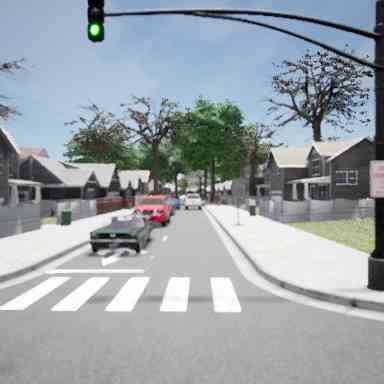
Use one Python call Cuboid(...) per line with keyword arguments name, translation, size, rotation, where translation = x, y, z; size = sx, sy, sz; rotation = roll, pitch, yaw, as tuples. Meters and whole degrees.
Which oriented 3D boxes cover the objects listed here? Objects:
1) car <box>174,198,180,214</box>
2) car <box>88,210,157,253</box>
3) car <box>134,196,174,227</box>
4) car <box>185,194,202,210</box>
Cuboid(name="car", translation=(-2.701, 1.584, 34.212), size=(2.128, 1.511, 4.902), rotation=(0, 0, 0))
Cuboid(name="car", translation=(-2.809, 1.638, 14.076), size=(1.895, 1.301, 4.718), rotation=(0, 0, 0))
Cuboid(name="car", translation=(-2.753, 1.285, 23.978), size=(2.150, 2.045, 5.566), rotation=(0, 0, 1))
Cuboid(name="car", translation=(0.197, 1.347, 45.253), size=(2.150, 2.045, 5.566), rotation=(0, 0, 0))
